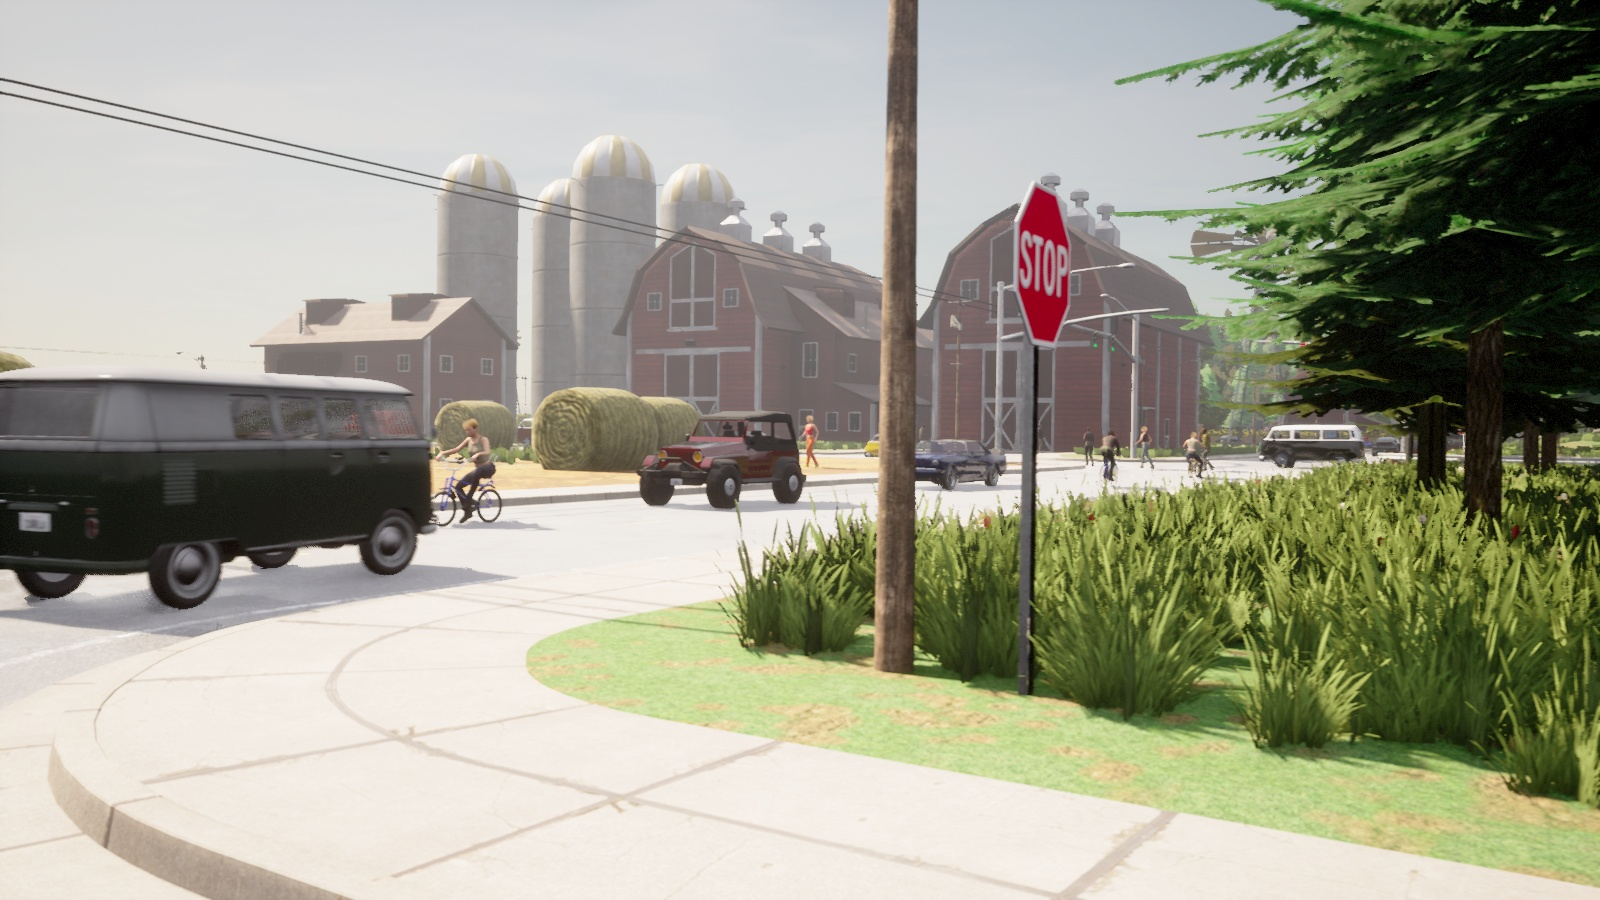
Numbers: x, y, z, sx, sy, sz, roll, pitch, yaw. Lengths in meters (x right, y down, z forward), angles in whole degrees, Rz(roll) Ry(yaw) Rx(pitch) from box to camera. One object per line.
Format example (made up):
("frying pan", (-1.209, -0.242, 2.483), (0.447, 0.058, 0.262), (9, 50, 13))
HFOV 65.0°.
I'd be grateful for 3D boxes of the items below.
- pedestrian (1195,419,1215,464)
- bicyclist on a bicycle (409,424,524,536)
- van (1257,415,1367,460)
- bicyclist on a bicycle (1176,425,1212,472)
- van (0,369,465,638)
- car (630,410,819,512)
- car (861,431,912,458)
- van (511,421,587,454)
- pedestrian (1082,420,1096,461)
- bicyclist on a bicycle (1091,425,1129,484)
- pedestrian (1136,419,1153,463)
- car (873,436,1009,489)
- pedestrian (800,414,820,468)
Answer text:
("pedestrian", (16.727, -0.367, 51.853), (0.726, 1.835, 0.370), (0, 1, 31))
("bicyclist on a bicycle", (-5.036, 0.423, 19.041), (0.866, 1.612, 1.509), (0, 1, 31))
("van", (23.640, -0.584, 58.042), (4.480, 2.038, 2.069), (0, 1, 30))
("bicyclist on a bicycle", (13.664, -0.072, 43.535), (0.866, 1.612, 1.509), (0, 1, 31))
("van", (-5.181, 0.360, 11.650), (1.775, 1.987, 4.442), (0, 1, 20))
("car", (-1.425, 0.165, 25.078), (1.905, 1.878, 3.866), (0, 1, 31))
("car", (4.493, -0.282, 64.977), (2.207, 1.376, 1.481), (0, 1, 30))
("van", (-16.174, -0.817, 80.835), (4.480, 2.038, 2.069), (1, 2, 30))
("pedestrian", (12.964, -0.440, 56.392), (0.328, 1.805, 0.869), (0, 1, -9))
("bicyclist on a bicycle", (8.699, 0.105, 35.209), (0.582, 1.620, 1.656), (0, 1, 31))
("pedestrian", (14.618, -0.381, 53.298), (0.594, 1.836, 0.345), (1, 1, 41))
("car", (3.906, 0.298, 34.009), (1.895, 1.301, 4.718), (0, 1, 31))
("pedestrian", (0.341, -0.307, 43.377), (0.594, 1.836, 0.345), (-1, 1, -34))
